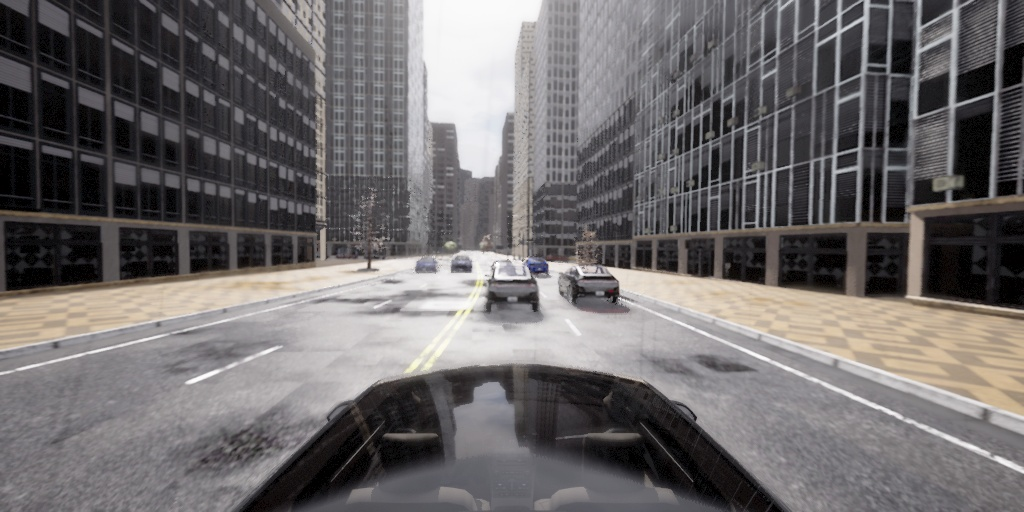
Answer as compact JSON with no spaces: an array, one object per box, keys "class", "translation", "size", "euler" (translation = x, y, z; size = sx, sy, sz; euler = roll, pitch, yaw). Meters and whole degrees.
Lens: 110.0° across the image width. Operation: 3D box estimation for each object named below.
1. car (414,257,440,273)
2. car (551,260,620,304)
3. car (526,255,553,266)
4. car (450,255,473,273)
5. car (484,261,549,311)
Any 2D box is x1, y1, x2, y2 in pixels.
[{"class":"car","translation":[-8.076,0.859,34.287],"size":[1.812,1.442,4.674],"euler":[0,1,-6]},{"class":"car","translation":[3.183,1.131,15.619],"size":[2.128,1.511,4.902],"euler":[1,1,-2]},{"class":"car","translation":[2.066,0.923,32.430],"size":[1.882,1.535,5.008],"euler":[0,1,-5]},{"class":"car","translation":[-4.950,0.697,35.667],"size":[2.097,1.767,4.553],"euler":[0,1,-6]},{"class":"car","translation":[-0.021,1.119,13.683],"size":[2.128,1.511,4.902],"euler":[1,1,-1]}]
